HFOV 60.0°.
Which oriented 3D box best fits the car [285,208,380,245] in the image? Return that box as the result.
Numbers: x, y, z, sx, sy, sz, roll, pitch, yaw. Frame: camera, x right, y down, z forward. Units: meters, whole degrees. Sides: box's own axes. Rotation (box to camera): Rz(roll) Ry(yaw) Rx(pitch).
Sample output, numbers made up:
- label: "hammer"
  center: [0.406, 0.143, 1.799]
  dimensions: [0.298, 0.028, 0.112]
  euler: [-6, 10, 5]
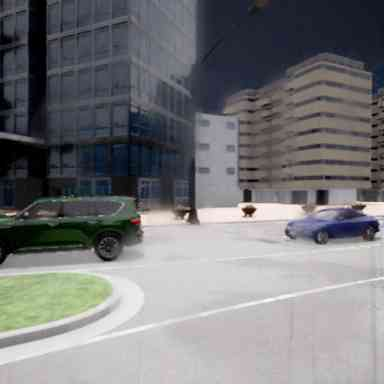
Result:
- label: "car"
  center: [6.423, 1.466, 15.113]
  dimensions: [4.674, 1.442, 1.812]
  euler: [-1, 1, -24]

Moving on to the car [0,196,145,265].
- label: "car"
  center: [-4.365, 1.147, 10.912]
  dimensions: [5.566, 2.045, 2.150]
  euler: [0, 0, -18]
